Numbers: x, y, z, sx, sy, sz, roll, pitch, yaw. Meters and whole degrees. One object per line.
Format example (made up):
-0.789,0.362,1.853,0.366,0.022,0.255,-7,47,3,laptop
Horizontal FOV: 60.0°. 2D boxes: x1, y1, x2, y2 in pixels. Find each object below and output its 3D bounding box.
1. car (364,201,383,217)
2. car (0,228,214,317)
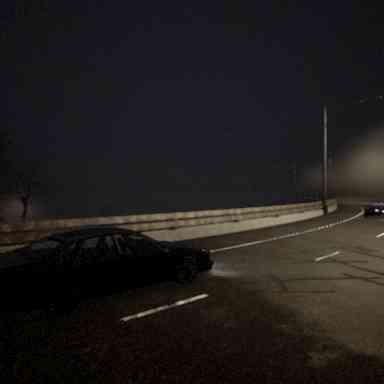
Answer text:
16.484,1.504,29.374,1.994,1.385,4.181,0,0,33,car
-1.940,1.535,7.516,5.357,1.411,2.033,0,0,-42,car
